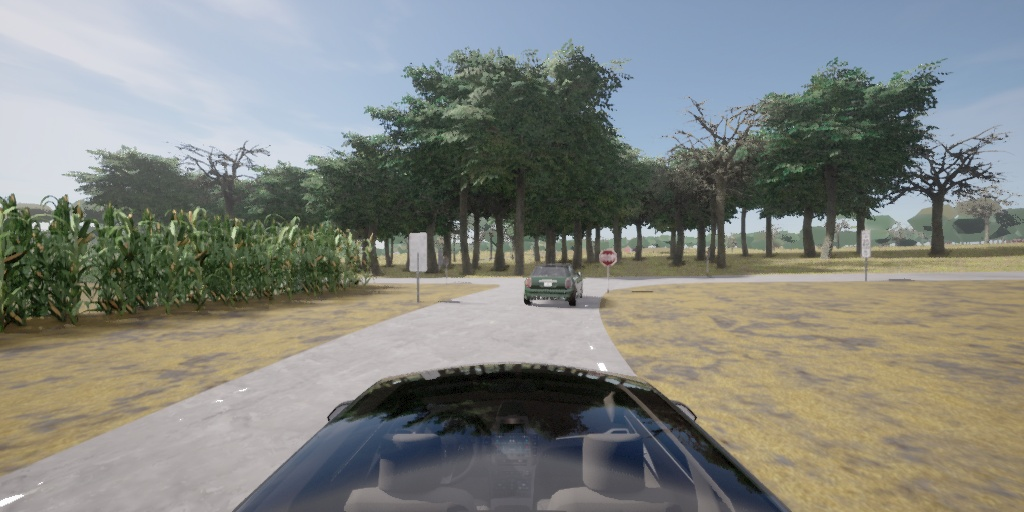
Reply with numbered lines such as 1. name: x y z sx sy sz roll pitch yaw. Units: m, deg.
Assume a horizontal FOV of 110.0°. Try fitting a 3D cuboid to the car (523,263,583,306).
1. car: 1.961 1.108 15.896 2.097 1.767 4.553 0 0 16
